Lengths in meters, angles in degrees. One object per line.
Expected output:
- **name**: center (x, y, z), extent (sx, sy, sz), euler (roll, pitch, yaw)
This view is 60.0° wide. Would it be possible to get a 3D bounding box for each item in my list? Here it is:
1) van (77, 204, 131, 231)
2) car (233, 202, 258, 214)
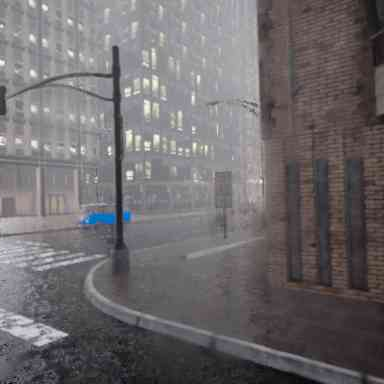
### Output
- **van**: center (-6.186, 1.721, 23.626), extent (1.690, 1.788, 3.998), euler (-2, -2, 36)
- **car**: center (6.666, 1.950, 41.524), extent (1.752, 1.417, 4.829), euler (-3, -2, 36)
